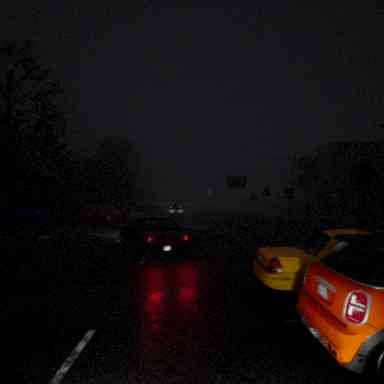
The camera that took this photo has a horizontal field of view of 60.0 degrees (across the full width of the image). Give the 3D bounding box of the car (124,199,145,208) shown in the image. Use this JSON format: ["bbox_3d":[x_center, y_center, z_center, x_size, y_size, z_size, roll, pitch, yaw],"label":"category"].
[{"bbox_3d":[-13.711,2.719,79.373,4.553,1.767,2.097,1,1,4],"label":"car"}]

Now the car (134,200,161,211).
[{"bbox_3d":[-8.093,2.467,56.361,4.674,1.452,2.002,0,-1,1],"label":"car"}]

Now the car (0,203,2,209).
[{"bbox_3d":[-27.749,1.766,43.819,5.008,1.535,1.882,1,1,0],"label":"car"}]

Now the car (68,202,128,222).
[{"bbox_3d":[-8.304,1.858,28.863,4.674,1.452,2.002,0,-1,0],"label":"car"}]

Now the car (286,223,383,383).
[{"bbox_3d":[3.894,1.358,4.502,4.553,1.767,2.185,0,0,0],"label":"car"}]

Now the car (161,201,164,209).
[{"bbox_3d":[-8.060,2.501,59.637,4.892,1.521,2.231,0,-1,1],"label":"car"}]

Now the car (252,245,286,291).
[{"bbox_3d":[4.111,1.495,7.419,5.366,1.575,1.946,0,0,0],"label":"car"}]

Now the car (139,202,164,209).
[{"bbox_3d":[-8.005,2.682,66.056,4.674,1.452,2.002,0,-1,1],"label":"car"}]

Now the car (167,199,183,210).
[{"bbox_3d":[-2.954,2.382,63.865,2.150,2.045,5.566,0,-1,1],"label":"car"}]

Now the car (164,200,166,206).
[{"bbox_3d":[-8.042,2.572,62.910,5.008,1.535,2.097,0,-1,1],"label":"car"}]

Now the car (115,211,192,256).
[{"bbox_3d":[-1.687,1.668,13.524,1.895,1.301,4.718,0,-1,-22],"label":"car"}]

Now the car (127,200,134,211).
[{"bbox_3d":[-8.348,1.761,32.036,4.553,1.767,2.185,0,-1,0],"label":"car"}]
